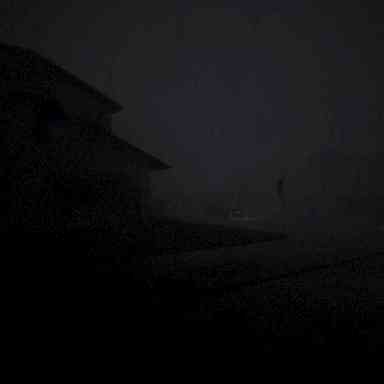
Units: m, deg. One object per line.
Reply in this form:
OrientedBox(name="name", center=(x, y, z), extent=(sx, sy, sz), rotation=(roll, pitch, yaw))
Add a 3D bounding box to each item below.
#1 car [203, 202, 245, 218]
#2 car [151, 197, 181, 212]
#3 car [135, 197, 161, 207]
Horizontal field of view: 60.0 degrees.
OrientedBox(name="car", center=(2.802, 1.564, 30.098), extent=(1.994, 1.385, 4.181), rotation=(0, 0, -35))
OrientedBox(name="car", center=(-3.179, 1.505, 38.566), extent=(1.837, 1.490, 4.892), rotation=(0, 0, -35))
OrientedBox(name="car", center=(-6.771, 1.526, 50.817), extent=(1.812, 1.442, 4.674), rotation=(0, 0, -36))
